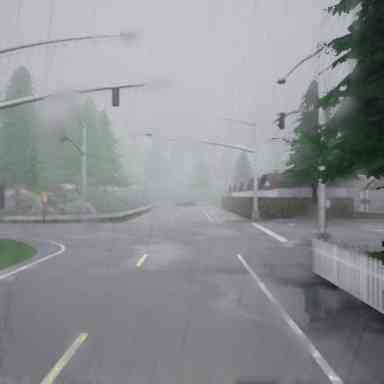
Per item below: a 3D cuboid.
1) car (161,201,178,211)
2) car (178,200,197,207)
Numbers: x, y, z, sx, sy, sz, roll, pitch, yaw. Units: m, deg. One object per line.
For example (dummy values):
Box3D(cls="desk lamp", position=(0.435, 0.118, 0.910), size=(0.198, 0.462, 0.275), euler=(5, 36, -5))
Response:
Box3D(cls="car", position=(-3.478, 2.058, 49.234), size=(1.812, 1.442, 4.674), euler=(0, -1, 0))
Box3D(cls="car", position=(-1.145, 2.326, 67.102), size=(1.895, 1.301, 4.718), euler=(0, -1, 36))
